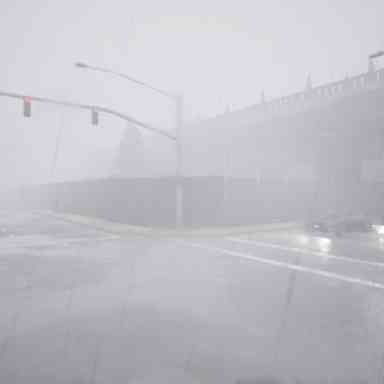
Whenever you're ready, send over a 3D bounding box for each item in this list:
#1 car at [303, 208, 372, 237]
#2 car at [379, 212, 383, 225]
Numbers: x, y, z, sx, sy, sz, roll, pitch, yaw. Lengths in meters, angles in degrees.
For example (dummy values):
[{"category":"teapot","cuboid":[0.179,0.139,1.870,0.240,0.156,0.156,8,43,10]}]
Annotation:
[{"category":"car","cuboid":[8.054,1.586,18.325,4.181,1.385,1.994,0,0,-35]},{"category":"car","cuboid":[14.844,1.584,23.168,4.181,1.385,1.994,0,0,-35]}]
